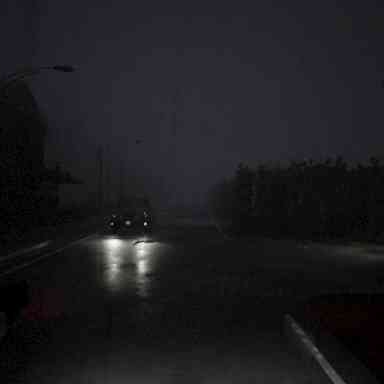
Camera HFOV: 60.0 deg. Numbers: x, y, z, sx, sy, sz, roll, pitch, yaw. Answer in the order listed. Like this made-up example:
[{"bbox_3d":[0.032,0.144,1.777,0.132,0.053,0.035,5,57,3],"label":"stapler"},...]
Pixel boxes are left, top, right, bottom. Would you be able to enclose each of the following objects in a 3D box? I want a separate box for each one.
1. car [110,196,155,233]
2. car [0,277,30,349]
[{"bbox_3d":[-3.559,1.301,20.840,2.150,2.045,5.566,0,0,-2],"label":"car"},{"bbox_3d":[-3.604,1.615,3.260,1.895,1.301,4.718,0,0,0],"label":"car"}]
